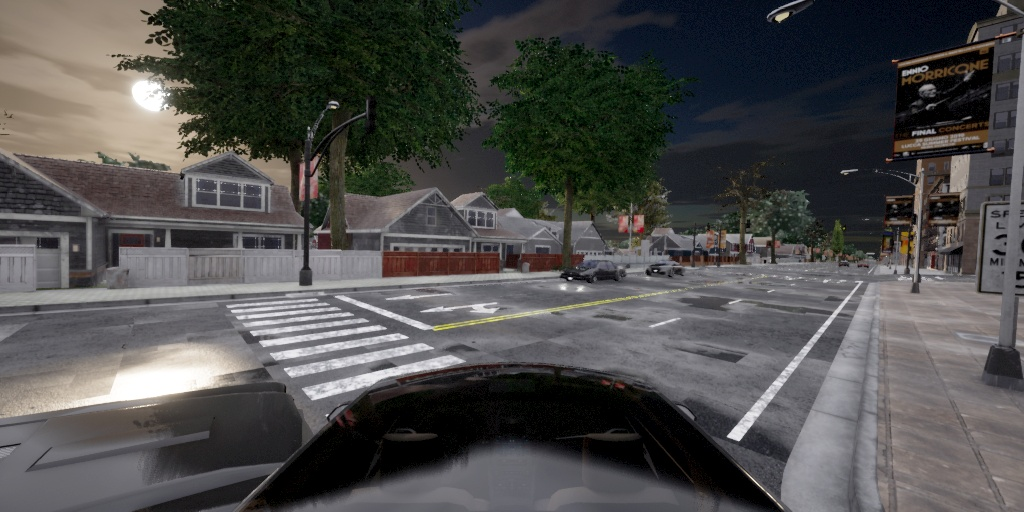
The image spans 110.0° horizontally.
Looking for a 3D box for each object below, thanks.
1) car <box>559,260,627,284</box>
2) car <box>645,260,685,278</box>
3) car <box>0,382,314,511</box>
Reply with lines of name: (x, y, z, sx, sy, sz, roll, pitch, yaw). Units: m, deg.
car: (5.321, 0.941, 22.748, 5.357, 1.411, 2.033, 0, 2, -44)
car: (12.899, 1.012, 30.096, 4.181, 1.385, 1.994, 0, 2, -44)
car: (-3.306, 1.295, 1.232, 4.718, 1.301, 1.895, 1, 2, -34)
